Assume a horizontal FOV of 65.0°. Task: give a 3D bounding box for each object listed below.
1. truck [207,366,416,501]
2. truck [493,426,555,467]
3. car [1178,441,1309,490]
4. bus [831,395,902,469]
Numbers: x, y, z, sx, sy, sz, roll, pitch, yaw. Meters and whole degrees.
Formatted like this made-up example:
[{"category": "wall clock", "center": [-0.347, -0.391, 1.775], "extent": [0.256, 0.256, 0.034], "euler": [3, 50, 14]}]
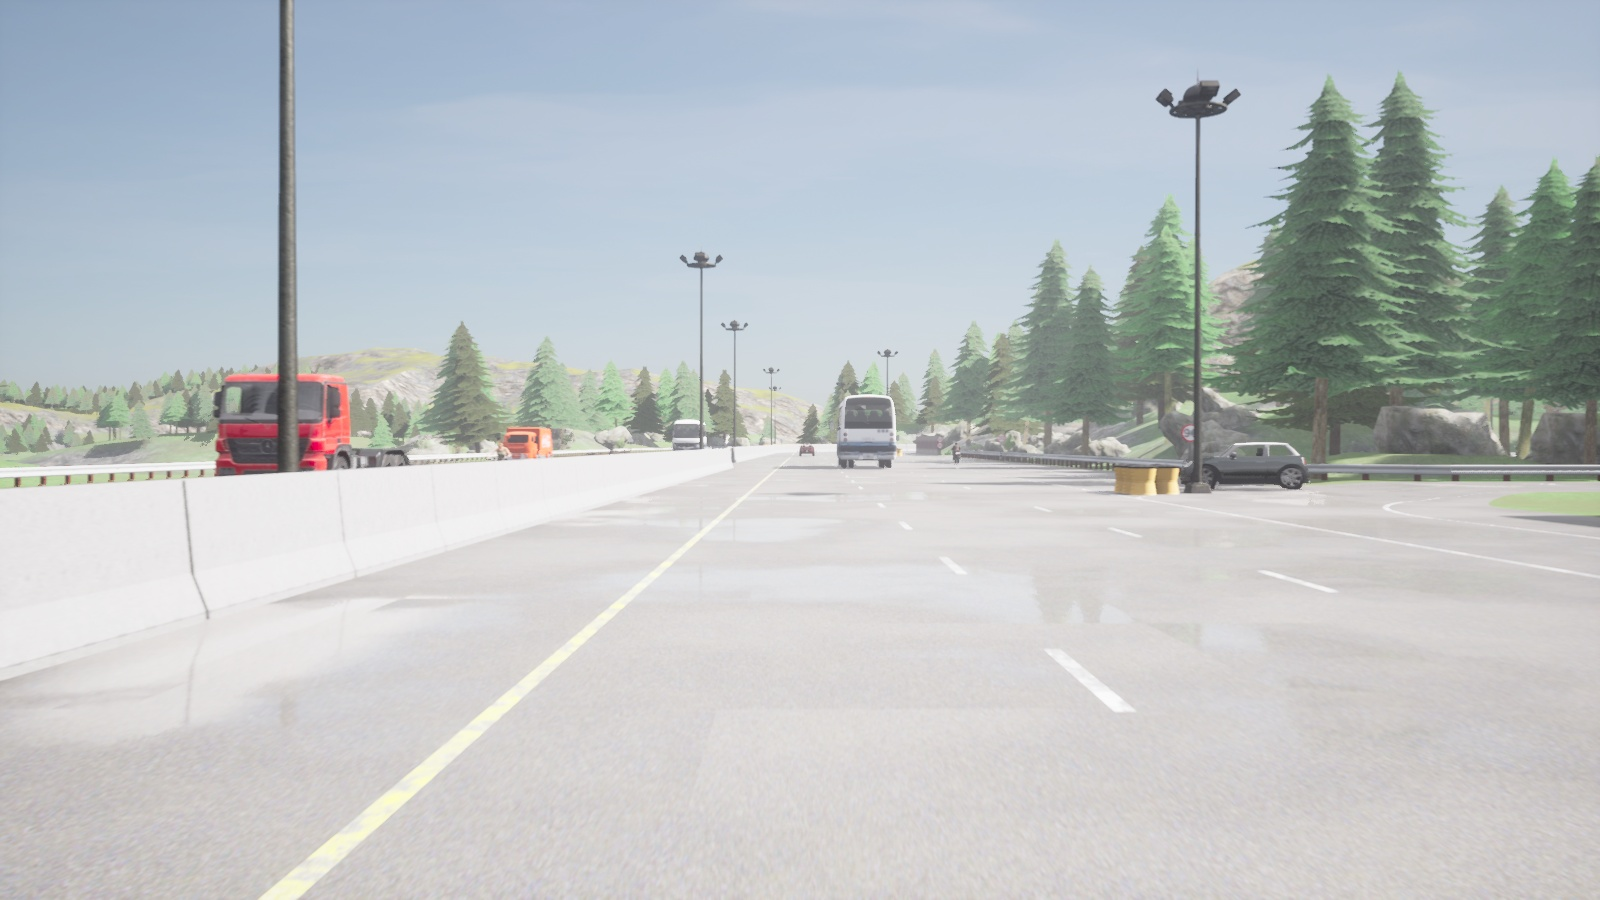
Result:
[{"category": "truck", "center": [-13.774, -0.451, 36.262], "extent": [2.891, 3.462, 7.936], "euler": [0, 0, 0]}, {"category": "truck", "center": [-17.036, -0.188, 77.793], "extent": [2.627, 2.467, 5.204], "euler": [0, 0, 0]}, {"category": "car", "center": [13.915, 0.488, 39.520], "extent": [3.806, 1.475, 1.970], "euler": [-1, 0, 19]}, {"category": "bus", "center": [3.965, -1.065, 77.770], "extent": [3.944, 4.253, 10.273], "euler": [0, 0, 0]}]
